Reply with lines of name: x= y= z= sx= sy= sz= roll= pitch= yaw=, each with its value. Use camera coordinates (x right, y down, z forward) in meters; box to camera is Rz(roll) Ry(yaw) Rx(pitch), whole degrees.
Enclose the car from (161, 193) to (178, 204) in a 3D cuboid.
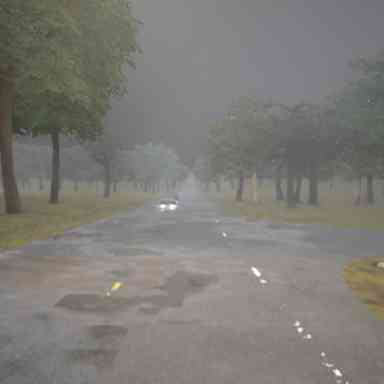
car: x=-3.569 y=1.168 z=50.215 sx=1.895 sy=1.301 sz=4.718 roll=0 pitch=1 yaw=0
